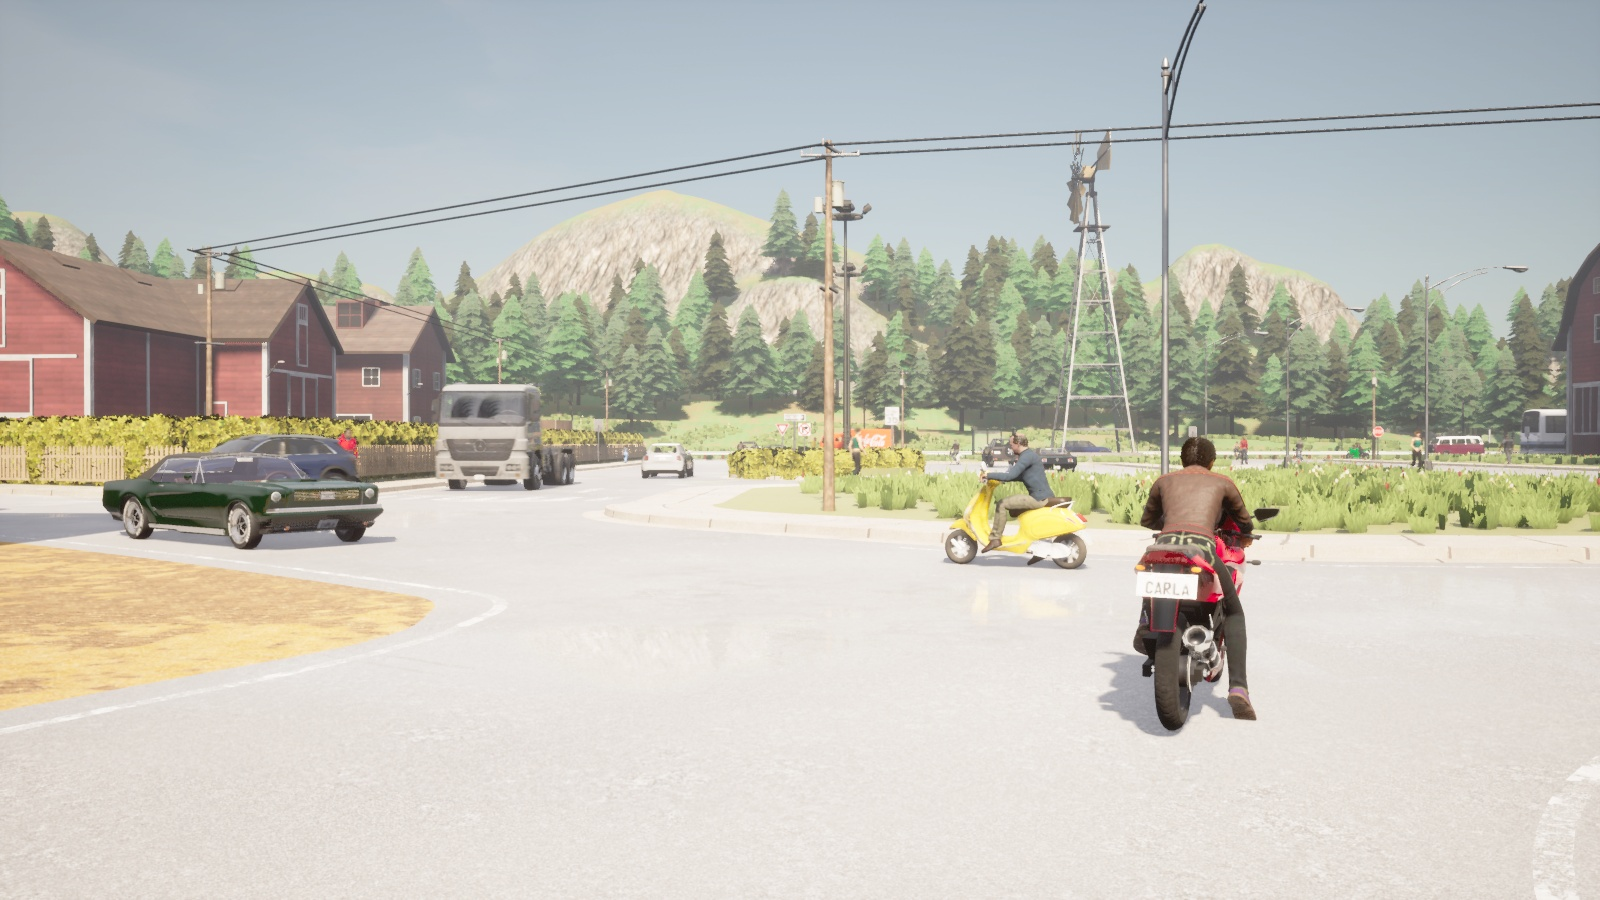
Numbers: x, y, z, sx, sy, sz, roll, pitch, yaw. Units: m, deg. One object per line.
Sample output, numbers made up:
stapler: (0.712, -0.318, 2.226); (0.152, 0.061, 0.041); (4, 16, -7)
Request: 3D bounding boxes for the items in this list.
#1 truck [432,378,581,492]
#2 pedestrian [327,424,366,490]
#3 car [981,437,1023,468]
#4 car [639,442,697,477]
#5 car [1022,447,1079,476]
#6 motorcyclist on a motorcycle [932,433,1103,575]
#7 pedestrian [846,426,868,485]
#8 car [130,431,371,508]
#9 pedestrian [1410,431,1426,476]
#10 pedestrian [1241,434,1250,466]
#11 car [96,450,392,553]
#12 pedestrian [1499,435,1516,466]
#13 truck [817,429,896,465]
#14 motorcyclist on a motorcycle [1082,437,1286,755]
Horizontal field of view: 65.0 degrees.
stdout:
truck: (-9.627, -0.482, 42.150); (2.891, 3.462, 7.936); (0, 0, 2)
pedestrian: (-12.933, 0.189, 35.793); (0.899, 1.844, 0.634); (0, 0, 34)
car: (12.326, 0.139, 76.882); (1.932, 1.855, 4.605); (0, 0, 1)
car: (-5.692, 0.400, 54.519); (1.970, 1.475, 3.806); (0, 0, 2)
car: (11.856, 0.519, 59.787); (1.895, 1.301, 4.718); (0, 0, 2)
motorcyclist on a motorcycle: (2.569, 0.598, 14.846); (1.817, 1.590, 0.866); (0, 1, 27)
pedestrian: (1.802, 0.181, 39.418); (0.594, 1.836, 0.345); (0, 0, -28)
car: (-12.724, 0.415, 29.398); (2.033, 1.649, 4.856); (0, 0, 33)
pedestrian: (25.242, 0.132, 51.328); (0.345, 1.836, 0.594); (0, 0, -1)
pedestrian: (26.512, 0.001, 74.794); (0.331, 1.846, 0.636); (0, 0, 2)
car: (-8.305, 0.675, 18.587); (4.718, 1.301, 1.895); (1, 1, 36)
pedestrian: (43.042, 0.005, 76.394); (0.563, 1.883, 0.849); (0, 0, 1)
truck: (3.970, -0.235, 87.965); (5.204, 2.467, 2.627); (0, 0, 10)
motorcyclist on a motorcycle: (2.227, 0.687, 7.090); (0.797, 1.523, 2.044); (0, 1, 26)
